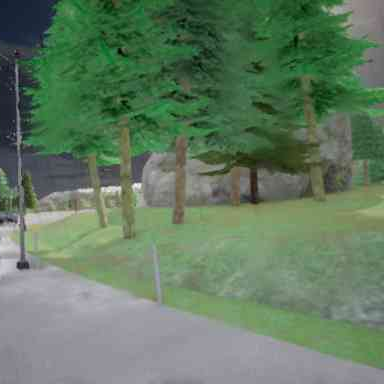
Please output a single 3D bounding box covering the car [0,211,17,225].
[{"bbox_3d":[-21.111,2.879,36.822,1.812,1.442,4.674,-2,-2,-7],"label":"car"}]
